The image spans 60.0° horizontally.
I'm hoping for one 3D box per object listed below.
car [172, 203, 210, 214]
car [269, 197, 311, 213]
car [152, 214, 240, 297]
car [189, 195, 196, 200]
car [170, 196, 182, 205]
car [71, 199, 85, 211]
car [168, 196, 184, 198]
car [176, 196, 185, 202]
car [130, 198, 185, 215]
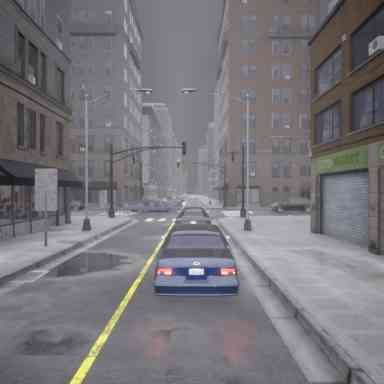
[{"bbox_3d":[0.085,1.563,19.315,1.994,1.385,4.181,0,0,1],"label":"car"},{"bbox_3d":[10.885,1.353,36.641,4.553,1.767,2.097,0,0,0],"label":"car"},{"bbox_3d":[0.093,1.547,8.768,2.033,1.411,5.357,0,0,0],"label":"car"},{"bbox_3d":[0.110,1.530,91.501,1.812,1.442,4.674,0,0,0],"label":"car"},{"bbox_3d":[-2.759,1.526,58.528,1.812,1.442,4.674,0,0,0],"label":"car"},{"bbox_3d":[-14.698,1.539,39.244,4.313,1.339,1.947,0,0,0],"label":"car"},{"bbox_3d":[-2.811,1.351,49.799,2.097,1.767,4.553,0,0,1],"label":"car"},{"bbox_3d":[-2.655,1.599,78.845,1.895,1.301,4.718,0,0,0],"label":"car"},{"bbox_3d":[-3.493,1.548,33.729,5.357,1.411,2.033,0,0,0],"label":"car"}]
